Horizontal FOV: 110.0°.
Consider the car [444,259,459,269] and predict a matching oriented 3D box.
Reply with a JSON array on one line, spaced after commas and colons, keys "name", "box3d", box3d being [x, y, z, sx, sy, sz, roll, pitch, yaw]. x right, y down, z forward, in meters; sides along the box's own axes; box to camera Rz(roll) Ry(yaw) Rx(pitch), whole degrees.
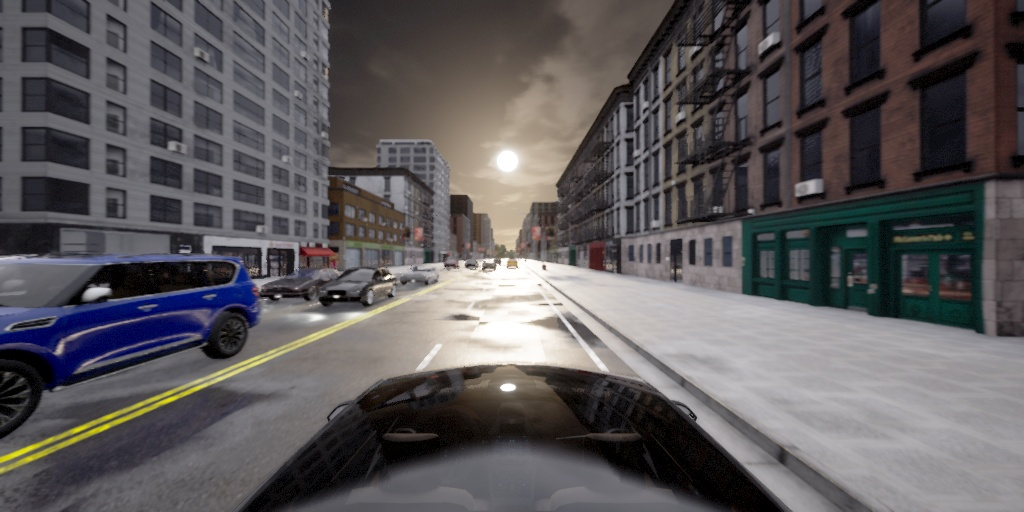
[{"name": "car", "box3d": [-9.844, 1.219, 58.435, 1.882, 1.535, 5.008, 0, 0, 1]}]

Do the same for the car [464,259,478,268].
[{"name": "car", "box3d": [-6.601, 1.246, 58.463, 1.837, 1.490, 4.892, 0, 0, 0]}]

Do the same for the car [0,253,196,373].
[{"name": "car", "box3d": [-9.812, 0.977, 7.105, 2.150, 2.045, 5.566, 0, 0, 0]}]

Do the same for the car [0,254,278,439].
[{"name": "car", "box3d": [-6.572, 0.975, 5.548, 2.150, 2.045, 5.566, 0, 0, 0]}]

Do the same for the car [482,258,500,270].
[{"name": "car", "box3d": [-3.193, 1.339, 52.027, 1.895, 1.301, 4.718, 0, 0, 0]}]

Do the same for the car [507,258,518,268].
[{"name": "car", "box3d": [0.048, 1.211, 61.993, 1.882, 1.535, 5.008, 0, 0, 0]}]

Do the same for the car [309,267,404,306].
[{"name": "car", "box3d": [-6.511, 1.256, 15.707, 1.837, 1.490, 4.892, 0, 0, 0]}]

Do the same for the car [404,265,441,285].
[{"name": "car", "box3d": [-6.520, 1.349, 25.887, 1.895, 1.301, 4.718, 0, 0, 0]}]

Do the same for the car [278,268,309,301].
[{"name": "car", "box3d": [-9.763, 1.299, 17.617, 2.033, 1.411, 5.357, 0, 0, 0]}]
